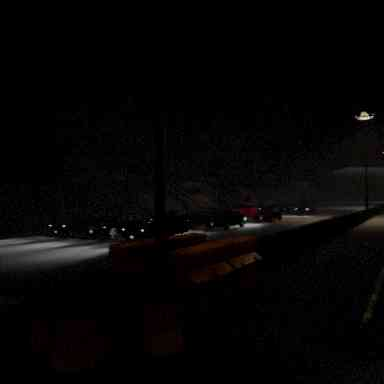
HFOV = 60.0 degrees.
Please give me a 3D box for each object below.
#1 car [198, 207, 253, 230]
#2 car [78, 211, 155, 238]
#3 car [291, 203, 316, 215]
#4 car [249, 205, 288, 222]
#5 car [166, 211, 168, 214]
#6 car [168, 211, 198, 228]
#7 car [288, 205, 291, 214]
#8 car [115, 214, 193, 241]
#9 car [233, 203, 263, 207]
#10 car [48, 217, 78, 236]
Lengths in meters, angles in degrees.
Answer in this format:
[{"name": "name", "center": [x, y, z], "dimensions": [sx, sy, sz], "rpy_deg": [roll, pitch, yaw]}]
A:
[{"name": "car", "center": [2.946, 2.328, 28.337], "dimensions": [2.128, 1.511, 4.902], "rpy_deg": [-2, -2, 34]}, {"name": "car", "center": [-4.917, 2.237, 22.736], "dimensions": [2.128, 1.511, 4.902], "rpy_deg": [-2, -2, 33]}, {"name": "car", "center": [16.736, 2.491, 49.071], "dimensions": [2.097, 1.767, 4.553], "rpy_deg": [-2, -1, 34]}, {"name": "car", "center": [8.582, 2.484, 36.867], "dimensions": [2.128, 1.511, 4.902], "rpy_deg": [-2, -2, 33]}, {"name": "car", "center": [-3.114, 2.518, 31.848], "dimensions": [1.812, 1.442, 4.674], "rpy_deg": [-2, -2, 33]}, {"name": "car", "center": [0.164, 2.449, 30.476], "dimensions": [1.812, 1.442, 4.674], "rpy_deg": [-2, -2, 33]}, {"name": "car", "center": [13.925, 2.732, 51.154], "dimensions": [1.837, 1.490, 4.892], "rpy_deg": [-2, -2, 34]}, {"name": "car", "center": [-2.172, 2.259, 20.540], "dimensions": [1.895, 1.301, 4.718], "rpy_deg": [-2, -2, 33]}, {"name": "car", "center": [6.000, 2.304, 39.317], "dimensions": [2.150, 2.045, 5.566], "rpy_deg": [-2, -2, 33]}, {"name": "car", "center": [-8.006, 2.422, 24.405], "dimensions": [1.895, 1.301, 4.718], "rpy_deg": [-2, -2, 33]}]
